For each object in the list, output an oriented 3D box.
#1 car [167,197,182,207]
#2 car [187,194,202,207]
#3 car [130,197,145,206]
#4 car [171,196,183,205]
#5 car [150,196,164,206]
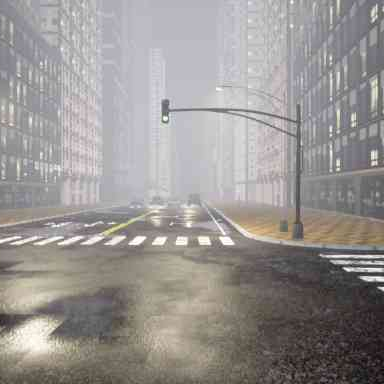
[{"bbox_3d":[-2.871,1.680,53.518,1.895,1.301,4.718,0,0,0],"label":"car"},{"bbox_3d":[0.379,1.300,53.496,2.150,2.045,5.566,0,0,0],"label":"car"},{"bbox_3d":[-9.342,1.640,57.702,2.033,1.411,5.357,0,0,0],"label":"car"},{"bbox_3d":[-2.800,1.605,63.489,2.128,1.511,4.902,0,0,0],"label":"car"},{"bbox_3d":[-6.092,1.444,57.709,2.097,1.767,4.553,0,0,0],"label":"car"}]
